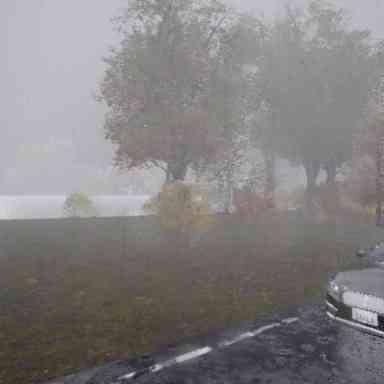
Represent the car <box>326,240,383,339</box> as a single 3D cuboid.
[{"bbox_3d":[4.445,1.528,6.212,4.902,1.511,2.128,0,0,-36],"label":"car"}]
